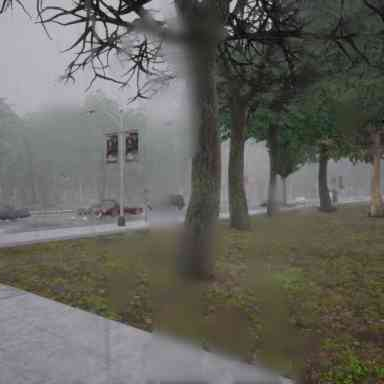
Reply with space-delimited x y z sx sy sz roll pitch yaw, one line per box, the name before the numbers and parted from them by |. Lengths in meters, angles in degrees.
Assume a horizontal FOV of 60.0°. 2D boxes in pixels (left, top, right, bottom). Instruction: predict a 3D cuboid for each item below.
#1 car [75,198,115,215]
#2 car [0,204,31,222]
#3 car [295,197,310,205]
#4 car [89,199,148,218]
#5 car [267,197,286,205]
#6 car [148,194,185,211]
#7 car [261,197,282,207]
car | -9.222 1.383 32.800 2.097 1.767 4.553 0 0 35
car | -14.963 1.563 24.763 2.033 1.411 5.357 0 0 35
car | 21.178 1.644 63.858 1.812 1.442 4.674 0 0 37
car | -6.624 1.635 30.505 1.895 1.301 4.718 0 0 36
car | 15.859 1.631 62.010 1.812 1.442 4.674 0 0 35
car | -3.110 1.270 41.363 2.150 2.045 5.566 0 0 35
car | 12.452 1.635 51.640 2.033 1.411 5.357 0 0 36
